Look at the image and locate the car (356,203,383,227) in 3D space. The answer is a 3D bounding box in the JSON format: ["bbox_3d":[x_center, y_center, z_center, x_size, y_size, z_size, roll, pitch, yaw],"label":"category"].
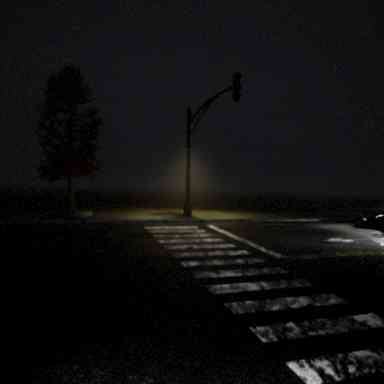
[{"bbox_3d":[11.209,1.184,17.999,4.674,1.442,1.812,1,3,-18],"label":"car"}]
